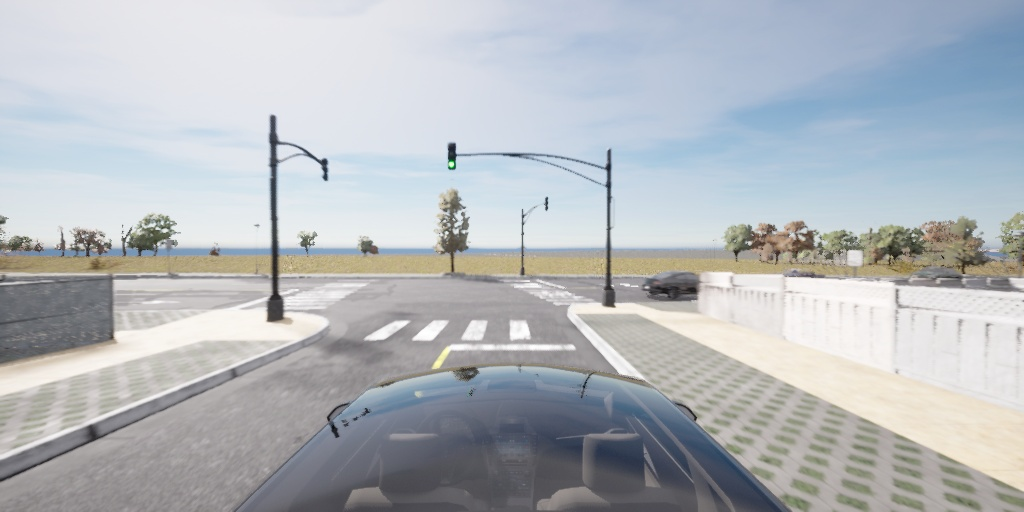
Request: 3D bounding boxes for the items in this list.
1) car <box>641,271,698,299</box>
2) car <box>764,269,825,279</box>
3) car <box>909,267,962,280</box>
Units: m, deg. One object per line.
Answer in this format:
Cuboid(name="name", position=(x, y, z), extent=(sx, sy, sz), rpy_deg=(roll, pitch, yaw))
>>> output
Cuboid(name="car", position=(9.473, 1.548, 19.805), extent=(4.674, 1.442, 1.812), rpy_deg=(1, 1, -14))
Cuboid(name="car", position=(23.866, 1.748, 30.438), extent=(4.718, 1.301, 1.895), rpy_deg=(1, 1, -15))
Cuboid(name="car", position=(41.841, 1.862, 35.465), extent=(4.553, 1.767, 2.097), rpy_deg=(1, 1, -17))
